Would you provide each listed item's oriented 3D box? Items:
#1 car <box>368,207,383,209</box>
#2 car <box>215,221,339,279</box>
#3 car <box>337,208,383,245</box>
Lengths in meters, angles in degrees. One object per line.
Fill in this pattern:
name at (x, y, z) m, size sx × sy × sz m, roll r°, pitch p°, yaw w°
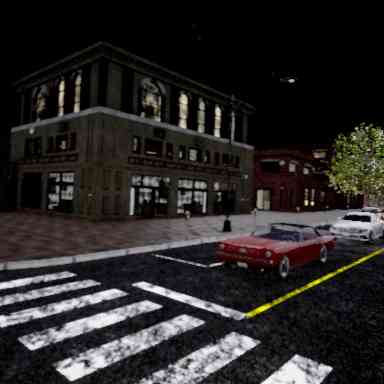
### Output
car at (14.756, 1.805, 24.235) m, size 2.097 × 1.767 × 4.553 m, roll 2°, pitch 0°, yaw 41°
car at (2.786, 1.675, 10.528) m, size 1.895 × 1.301 × 4.718 m, roll 2°, pitch 0°, yaw 41°
car at (8.801, 1.790, 17.426) m, size 1.812 × 1.442 × 4.674 m, roll 2°, pitch 0°, yaw 41°
